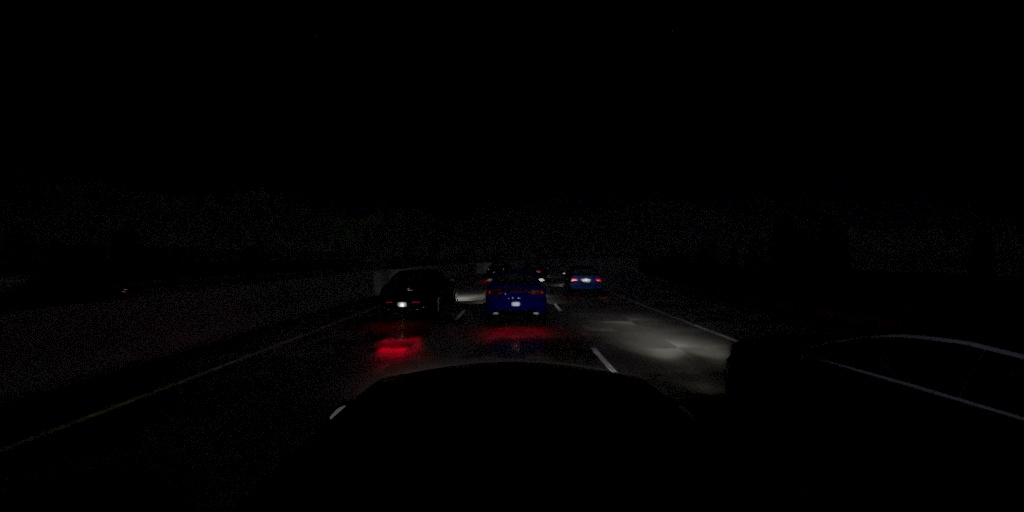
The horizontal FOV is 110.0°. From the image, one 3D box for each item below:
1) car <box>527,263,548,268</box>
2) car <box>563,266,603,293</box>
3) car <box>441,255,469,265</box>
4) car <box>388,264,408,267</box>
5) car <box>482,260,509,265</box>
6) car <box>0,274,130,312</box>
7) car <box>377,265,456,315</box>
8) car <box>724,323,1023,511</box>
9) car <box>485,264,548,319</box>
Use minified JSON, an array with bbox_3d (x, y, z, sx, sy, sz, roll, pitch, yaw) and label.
[{"bbox_3d":[1.997,1.271,30.892,2.033,1.411,5.357,0,0,12],"label":"car"},{"bbox_3d":[4.038,1.280,20.822,2.033,1.411,5.357,0,0,5],"label":"car"},{"bbox_3d":[-8.738,0.927,55.368,2.150,2.045,5.566,0,0,23],"label":"car"},{"bbox_3d":[-9.202,1.326,28.589,1.895,1.301,4.718,0,0,9],"label":"car"},{"bbox_3d":[-1.014,1.247,33.239,1.812,1.442,4.674,0,0,12],"label":"car"},{"bbox_3d":[-14.023,1.268,10.357,1.812,1.442,4.674,0,0,1],"label":"car"},{"bbox_3d":[-3.333,1.244,13.468,1.837,1.490,4.892,0,0,1],"label":"car"},{"bbox_3d":[3.601,1.241,2.584,2.128,1.511,4.902,0,0,0],"label":"car"},{"bbox_3d":[0.144,1.218,12.720,1.882,1.535,5.008,0,0,1],"label":"car"}]
